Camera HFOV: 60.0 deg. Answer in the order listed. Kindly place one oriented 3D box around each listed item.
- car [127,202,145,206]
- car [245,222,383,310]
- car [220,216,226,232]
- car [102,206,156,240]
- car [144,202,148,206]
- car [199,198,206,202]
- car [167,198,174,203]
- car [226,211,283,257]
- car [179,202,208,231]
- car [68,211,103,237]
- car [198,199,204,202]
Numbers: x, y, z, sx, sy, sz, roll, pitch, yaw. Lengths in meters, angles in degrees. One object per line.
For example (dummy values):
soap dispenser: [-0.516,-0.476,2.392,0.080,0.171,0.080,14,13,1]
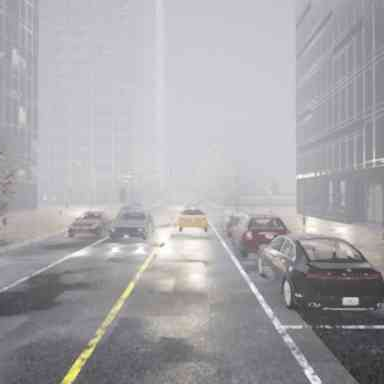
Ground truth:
car: [-5.719,1.891,30.577,1.802,1.307,4.206,0,-1,0]
car: [2.683,1.633,7.811,2.008,1.369,4.403,0,-1,0]
car: [2.672,1.751,19.196,2.008,1.369,4.403,0,-1,0]
car: [-3.117,1.740,18.402,2.033,1.411,5.357,0,-1,0]
car: [-5.724,1.800,36.270,1.967,1.590,4.097,0,-1,0]
car: [2.670,2.336,85.300,1.947,1.339,4.313,0,0,0]
car: [-5.922,2.383,90.790,1.947,1.339,4.313,0,0,0]
car: [2.678,1.582,13.504,1.967,1.590,4.097,0,-1,0]
car: [0.079,1.686,22.250,1.801,1.575,5.366,0,-1,0]
car: [-5.709,1.782,19.189,1.802,1.307,4.206,0,-1,0]
car: [0.063,1.933,39.297,2.033,1.411,5.357,0,-1,0]
